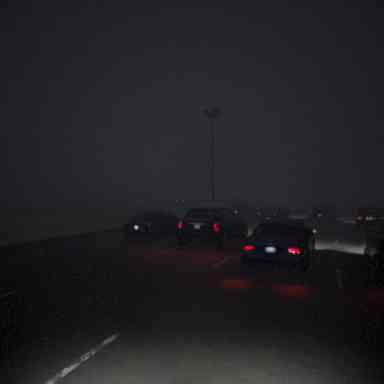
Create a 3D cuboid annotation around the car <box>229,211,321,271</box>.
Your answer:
[{"bbox_3d":[3.083,1.605,11.238,2.033,1.411,5.357,0,0,23],"label":"car"}]

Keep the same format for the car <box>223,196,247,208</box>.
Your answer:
[{"bbox_3d":[7.205,1.632,55.694,2.097,1.767,4.553,0,0,35],"label":"car"}]

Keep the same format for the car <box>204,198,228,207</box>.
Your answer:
[{"bbox_3d":[4.220,1.793,57.522,1.837,1.490,4.892,0,0,35],"label":"car"}]

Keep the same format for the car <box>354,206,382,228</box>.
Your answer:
[{"bbox_3d":[12.077,1.663,22.542,2.033,1.411,5.357,0,0,27],"label":"car"}]

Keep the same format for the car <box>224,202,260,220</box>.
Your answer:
[{"bbox_3d":[4.774,1.721,31.157,1.994,1.385,4.181,0,0,28],"label":"car"}]

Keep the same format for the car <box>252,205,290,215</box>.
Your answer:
[{"bbox_3d":[6.794,1.740,27.527,1.895,1.301,4.718,0,0,28],"label":"car"}]

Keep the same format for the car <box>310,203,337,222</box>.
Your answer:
[{"bbox_3d":[11.212,1.669,28.361,1.812,1.442,4.674,0,0,28],"label":"car"}]

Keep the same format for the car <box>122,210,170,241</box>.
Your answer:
[{"bbox_3d":[-1.812,1.652,17.500,1.994,1.385,4.181,0,0,24],"label":"car"}]

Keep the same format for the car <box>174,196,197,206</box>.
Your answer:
[{"bbox_3d":[-1.173,1.661,62.024,2.097,1.767,4.553,0,0,35],"label":"car"}]

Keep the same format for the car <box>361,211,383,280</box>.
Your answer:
[{"bbox_3d":[6.228,1.556,9.689,1.837,1.490,4.892,0,0,23],"label":"car"}]

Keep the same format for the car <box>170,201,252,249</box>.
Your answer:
[{"bbox_3d":[1.055,1.430,15.326,2.097,1.767,4.553,0,0,24],"label":"car"}]

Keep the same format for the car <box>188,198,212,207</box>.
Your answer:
[{"bbox_3d":[1.503,1.803,59.739,1.837,1.490,4.892,0,0,35],"label":"car"}]
